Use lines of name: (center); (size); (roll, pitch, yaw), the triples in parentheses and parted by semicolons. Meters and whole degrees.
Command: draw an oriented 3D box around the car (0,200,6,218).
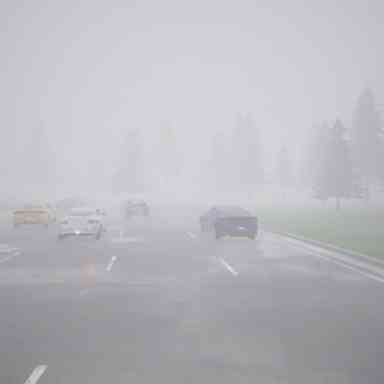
car: (-13.492, 1.415, 20.649); (1.882, 1.535, 5.008); (0, 0, -15)

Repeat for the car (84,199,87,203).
car: (-16.402, 1.340, 45.787); (5.008, 1.535, 1.882); (-1, -1, 43)

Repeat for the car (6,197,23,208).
car: (-21.770, 1.403, 40.946); (4.674, 1.442, 1.812); (0, 0, 42)

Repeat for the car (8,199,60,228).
car: (-10.205, 1.411, 21.862); (1.882, 1.535, 5.008); (0, 0, -15)

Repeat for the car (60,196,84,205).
car: (-14.582, 1.484, 38.618); (1.895, 1.301, 4.718); (0, 0, -38)

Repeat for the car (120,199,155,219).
car: (-5.034, 1.404, 28.637); (2.128, 1.511, 4.902); (0, 0, -20)

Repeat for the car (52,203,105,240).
car: (-5.379, 1.475, 16.594); (1.812, 1.442, 4.674); (0, 0, -11)

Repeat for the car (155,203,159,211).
car: (-5.578, 1.484, 38.278); (1.895, 1.301, 4.718); (0, 0, -32)

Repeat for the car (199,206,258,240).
car: (1.681, 1.426, 16.845); (1.882, 1.535, 5.008); (0, 0, -11)
